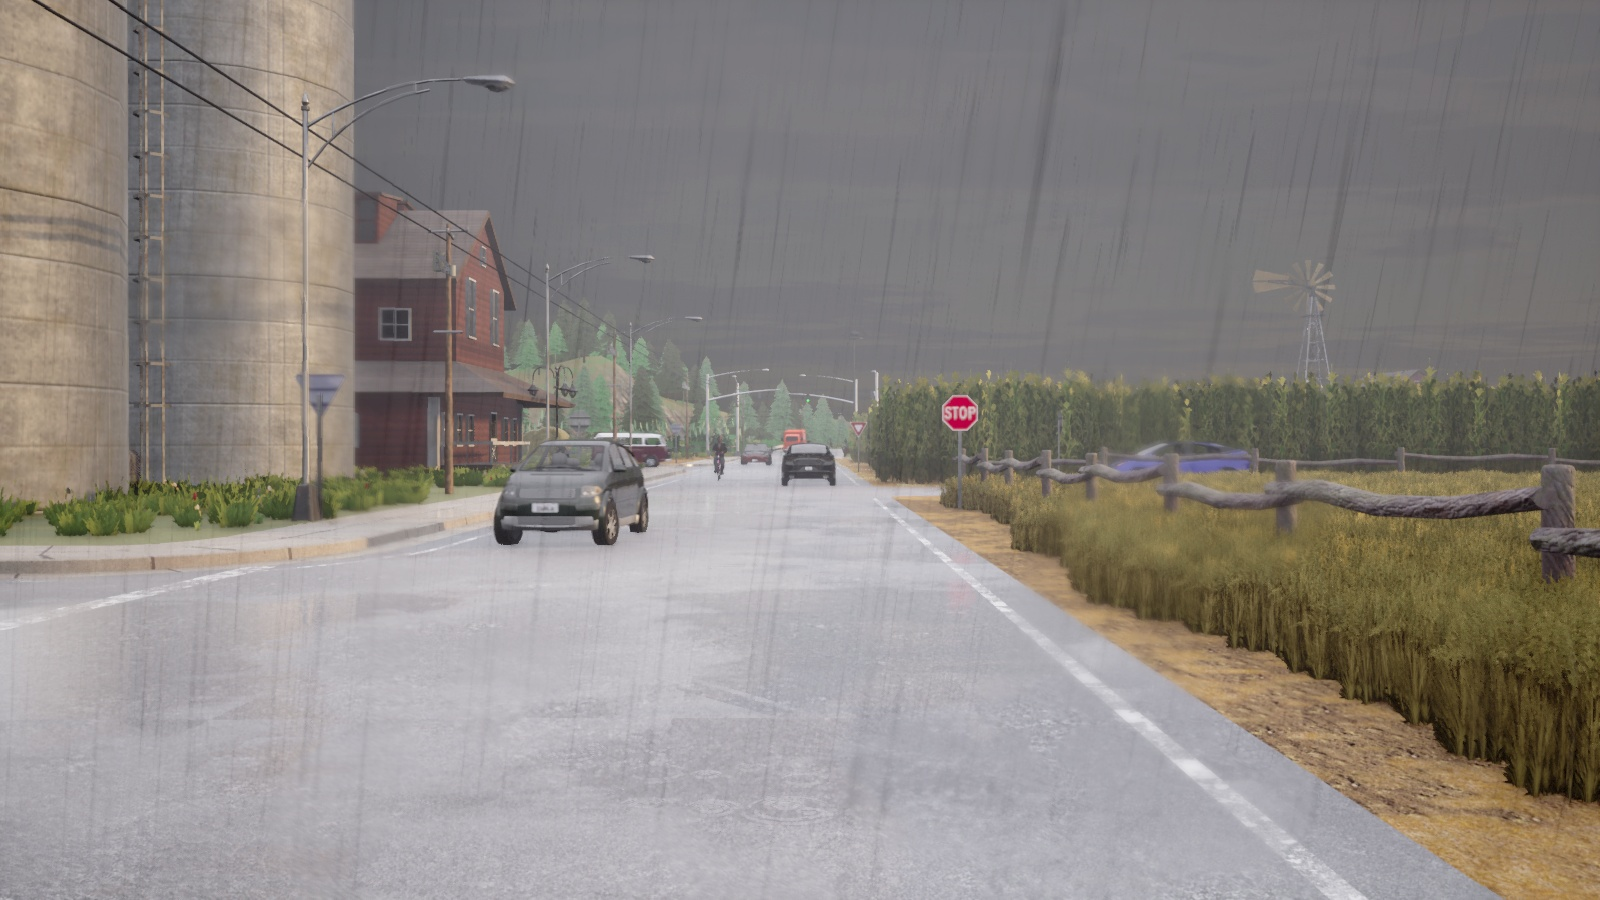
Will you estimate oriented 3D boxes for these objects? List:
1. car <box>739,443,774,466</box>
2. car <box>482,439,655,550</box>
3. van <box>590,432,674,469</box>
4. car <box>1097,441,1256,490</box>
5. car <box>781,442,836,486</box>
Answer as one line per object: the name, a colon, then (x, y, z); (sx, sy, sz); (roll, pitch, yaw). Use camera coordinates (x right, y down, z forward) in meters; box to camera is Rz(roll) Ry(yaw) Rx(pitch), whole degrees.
car: (-2.928, 0.265, 84.818); (2.163, 1.488, 4.792); (0, 0, 0)
car: (-3.467, 0.612, 19.469); (1.789, 1.549, 3.705); (0, 0, 4)
van: (-9.474, 0.034, 71.046); (4.480, 2.038, 2.069); (0, 0, -1)
car: (12.008, 0.475, 40.265); (4.514, 1.525, 2.007); (0, 0, 0)
car: (0.315, 0.466, 45.689); (1.882, 1.535, 5.008); (0, 0, 0)
